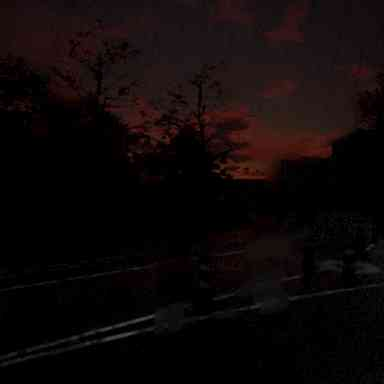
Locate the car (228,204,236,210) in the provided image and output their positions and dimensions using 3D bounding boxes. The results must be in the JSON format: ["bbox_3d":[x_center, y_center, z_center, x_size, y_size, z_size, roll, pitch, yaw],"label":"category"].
[{"bbox_3d":[11.878,4.084,82.008,2.163,1.488,4.792,1,-4,-30],"label":"car"}]

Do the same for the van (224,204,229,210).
[{"bbox_3d":[9.053,4.163,86.863,1.878,1.987,4.442,1,-4,-30],"label":"van"}]

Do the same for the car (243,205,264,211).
[{"bbox_3d":[14.655,3.768,77.275,2.002,1.452,4.674,3,-5,-30],"label":"car"}]
